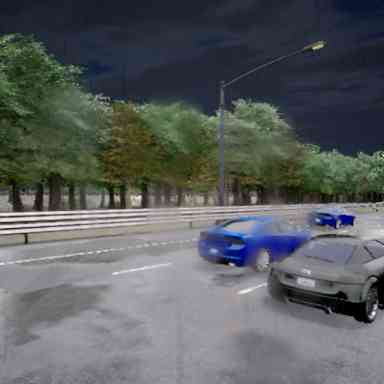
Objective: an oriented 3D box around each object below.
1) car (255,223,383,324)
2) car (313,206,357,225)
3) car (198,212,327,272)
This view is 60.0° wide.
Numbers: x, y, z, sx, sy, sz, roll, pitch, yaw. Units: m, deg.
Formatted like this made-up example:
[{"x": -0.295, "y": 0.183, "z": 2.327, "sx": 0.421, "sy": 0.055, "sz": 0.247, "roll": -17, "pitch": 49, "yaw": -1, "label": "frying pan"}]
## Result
[{"x": 3.521, "y": 1.641, "z": 7.472, "sx": 4.181, "sy": 1.385, "sz": 1.994, "roll": 1, "pitch": -1, "yaw": -44, "label": "car"}, {"x": 9.979, "y": 1.749, "z": 23.502, "sx": 5.008, "sy": 1.535, "sz": 1.882, "roll": 1, "pitch": -1, "yaw": -45, "label": "car"}, {"x": 2.389, "y": 1.569, "z": 11.119, "sx": 5.008, "sy": 1.535, "sz": 1.882, "roll": 1, "pitch": -1, "yaw": -44, "label": "car"}]
